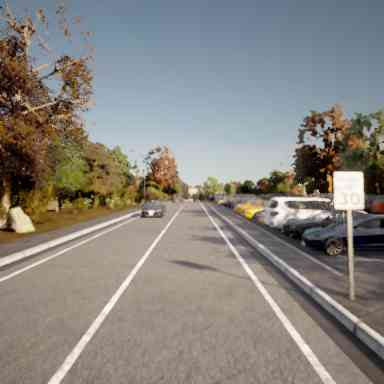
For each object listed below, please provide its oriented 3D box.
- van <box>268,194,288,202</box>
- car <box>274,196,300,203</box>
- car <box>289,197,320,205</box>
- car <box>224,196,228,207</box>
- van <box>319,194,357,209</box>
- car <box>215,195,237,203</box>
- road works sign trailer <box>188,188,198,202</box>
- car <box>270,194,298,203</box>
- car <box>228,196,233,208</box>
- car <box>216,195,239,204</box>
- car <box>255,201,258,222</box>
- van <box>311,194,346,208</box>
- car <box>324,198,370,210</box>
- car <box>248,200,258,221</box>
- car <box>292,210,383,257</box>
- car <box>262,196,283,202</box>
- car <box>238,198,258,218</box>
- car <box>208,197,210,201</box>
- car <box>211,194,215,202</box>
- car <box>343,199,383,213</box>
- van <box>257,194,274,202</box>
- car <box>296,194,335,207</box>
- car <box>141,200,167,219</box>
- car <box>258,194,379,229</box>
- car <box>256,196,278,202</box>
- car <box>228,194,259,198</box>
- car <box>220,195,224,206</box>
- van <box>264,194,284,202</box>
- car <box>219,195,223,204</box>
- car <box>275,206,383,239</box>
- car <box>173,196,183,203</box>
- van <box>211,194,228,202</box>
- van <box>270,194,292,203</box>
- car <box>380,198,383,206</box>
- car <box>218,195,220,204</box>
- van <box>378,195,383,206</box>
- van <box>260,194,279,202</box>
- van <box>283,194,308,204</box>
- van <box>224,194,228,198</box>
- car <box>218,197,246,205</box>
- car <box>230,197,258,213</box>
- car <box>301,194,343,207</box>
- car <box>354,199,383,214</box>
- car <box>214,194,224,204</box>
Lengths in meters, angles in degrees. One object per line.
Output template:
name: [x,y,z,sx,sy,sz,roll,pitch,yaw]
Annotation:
van: [20.548,1.459,79.441,4.442,1.987,1.878,0,0,0]
car: [20.357,1.647,71.131,5.008,1.535,2.097,0,0,0]
car: [20.265,1.597,60.051,5.008,1.535,2.097,0,0,0]
car: [7.083,1.560,43.604,4.792,1.488,2.163,0,0,0]
van: [20.272,1.308,46.200,4.442,1.987,1.878,0,0,0]
car: [7.253,1.531,71.366,4.553,1.767,2.185,0,0,0]
road works sign trailer: [0.298,0.754,82.868,2.380,3.560,2.880,0,-1,-1]
car: [20.358,1.409,74.027,5.566,2.045,2.435,0,0,0]
car: [7.001,1.515,38.052,4.892,1.521,2.231,0,0,0]
car: [7.230,1.518,68.591,4.553,1.767,2.185,0,0,0]
car: [7.054,1.561,21.406,5.366,1.575,1.946,0,0,0]
van: [20.061,1.321,48.972,4.442,1.987,1.878,0,0,0]
car: [20.137,1.522,43.430,5.008,1.535,2.097,0,0,0]
car: [6.898,1.553,24.184,4.892,1.521,2.231,0,0,0]
car: [6.770,1.628,13.079,4.792,1.488,2.163,0,0,0]
car: [20.483,1.736,84.961,5.008,1.535,2.097,0,-1,0]
car: [6.730,1.538,26.961,5.366,1.575,1.946,0,0,0]
car: [7.405,1.456,82.471,5.566,2.045,2.435,0,0,0]
car: [7.053,1.629,65.815,5.366,1.575,1.946,0,0,0]
car: [20.115,1.535,37.892,4.792,1.488,2.163,0,0,0]
van: [20.664,1.682,93.273,4.442,1.987,1.878,0,-1,0]
car: [20.196,1.321,54.511,5.566,2.045,2.435,0,0,0]
car: [-3.322,1.514,29.587,2.128,1.511,4.902,0,0,0]
car: [6.874,1.324,18.630,5.566,2.045,2.435,0,0,0]
car: [20.339,1.848,90.500,5.366,1.575,1.946,0,-1,0]
car: [7.062,1.395,40.832,4.553,1.767,2.185,0,0,0]
car: [7.071,1.586,49.157,4.792,1.488,2.163,0,0,0]
van: [20.339,1.472,82.346,4.442,1.987,1.878,0,-1,0]
car: [7.093,1.598,51.933,4.792,1.488,2.163,0,0,0]
car: [6.828,1.587,15.855,5.008,1.535,2.097,0,0,0]
car: [-3.016,1.651,70.339,1.812,1.442,4.674,0,0,0]
van: [7.306,1.580,88.007,4.442,1.987,1.878,0,-1,0]
van: [20.526,1.447,76.796,4.442,1.987,1.878,0,0,0]
car: [19.989,1.550,29.589,4.792,1.488,2.163,0,0,0]
car: [7.117,1.611,54.710,4.792,1.488,2.163,0,0,0]
van: [20.158,1.285,32.481,4.442,1.987,1.878,0,0,0]
van: [20.384,1.568,87.737,4.442,1.987,1.878,0,-1,0]
van: [20.434,1.397,65.716,4.442,1.987,1.878,0,0,0]
van: [7.193,1.317,46.381,4.442,1.987,1.878,0,0,0]
car: [7.198,1.607,60.261,4.892,1.521,2.231,0,0,0]
car: [6.777,1.517,32.634,5.366,1.575,1.946,0,0,0]
car: [20.173,1.308,51.741,5.566,2.045,2.435,0,0,0]
car: [20.093,1.535,35.253,4.792,1.488,2.163,0,0,0]
car: [6.983,1.591,57.487,5.366,1.575,1.946,0,0,0]
